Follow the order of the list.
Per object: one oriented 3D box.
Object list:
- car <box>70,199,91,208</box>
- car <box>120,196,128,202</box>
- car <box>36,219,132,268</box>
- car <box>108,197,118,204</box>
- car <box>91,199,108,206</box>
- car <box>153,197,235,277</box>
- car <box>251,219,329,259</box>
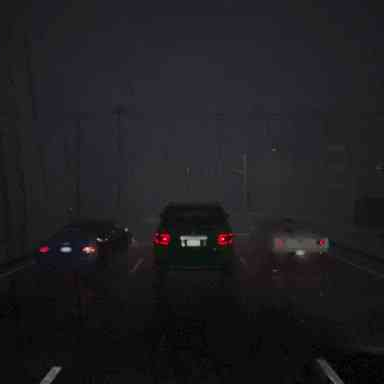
[{"bbox_3d":[-19.690,2.001,58.133,1.837,1.490,4.892,0,-1,0],"label":"car"},{"bbox_3d":[-19.788,1.922,91.899,1.812,1.442,4.674,0,0,0],"label":"car"},{"bbox_3d":[-3.435,1.648,11.616,2.033,1.411,5.357,0,0,0],"label":"car"},{"bbox_3d":[-19.793,2.197,81.750,1.837,1.490,4.892,0,0,0],"label":"car"},{"bbox_3d":[-19.798,2.190,69.826,1.895,1.301,4.718,0,0,0],"label":"car"},{"bbox_3d":[0.061,1.317,10.658,2.150,2.045,5.566,0,0,0],"label":"car"},{"bbox_3d":[3.571,1.714,13.137,1.895,1.301,4.718,0,0,0],"label":"car"}]
